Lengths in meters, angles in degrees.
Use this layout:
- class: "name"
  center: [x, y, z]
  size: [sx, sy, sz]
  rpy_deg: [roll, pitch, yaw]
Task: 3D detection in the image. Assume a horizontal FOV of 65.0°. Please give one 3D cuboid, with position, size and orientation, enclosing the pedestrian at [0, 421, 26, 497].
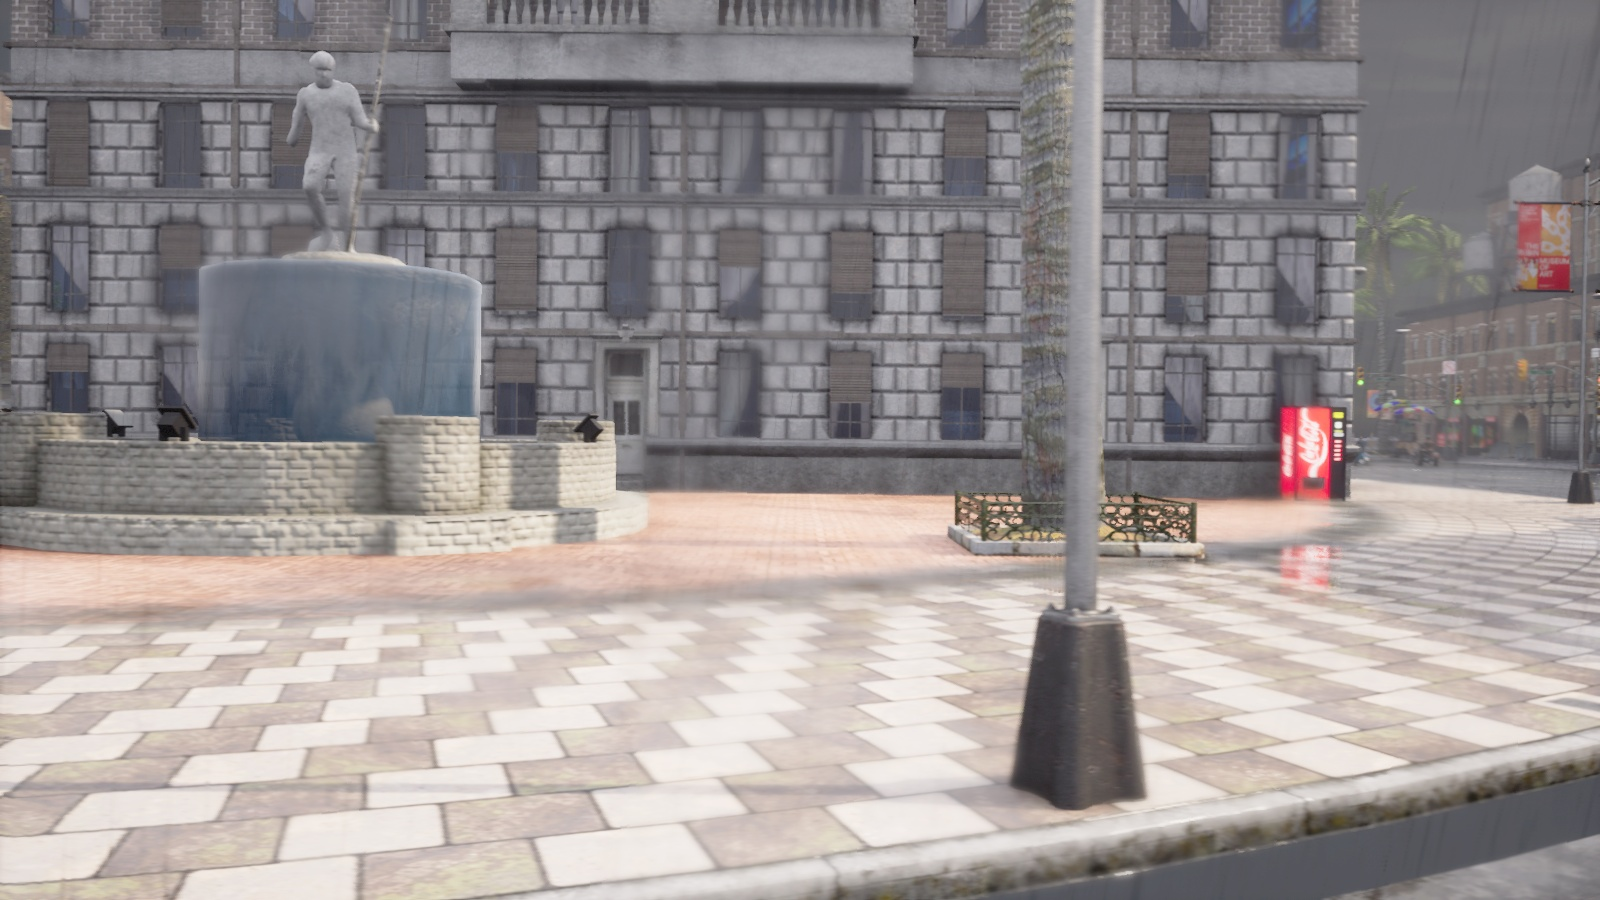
- class: "pedestrian"
  center: [-19.402, 0.221, 30.690]
  size: [0.431, 1.840, 0.703]
  rpy_deg: [-1, 1, 7]

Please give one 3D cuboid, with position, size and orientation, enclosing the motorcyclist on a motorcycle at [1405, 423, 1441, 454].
- class: "motorcyclist on a motorcycle"
  center: [33.270, -0.622, 67.080]
  size: [0.766, 1.649, 2.350]
  rpy_deg: [-1, 1, 0]

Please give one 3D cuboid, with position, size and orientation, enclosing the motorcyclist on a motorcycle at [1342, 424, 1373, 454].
- class: "motorcyclist on a motorcycle"
  center: [29.766, -0.579, 67.102]
  size: [0.866, 1.590, 1.817]
  rpy_deg: [-1, 1, 0]
